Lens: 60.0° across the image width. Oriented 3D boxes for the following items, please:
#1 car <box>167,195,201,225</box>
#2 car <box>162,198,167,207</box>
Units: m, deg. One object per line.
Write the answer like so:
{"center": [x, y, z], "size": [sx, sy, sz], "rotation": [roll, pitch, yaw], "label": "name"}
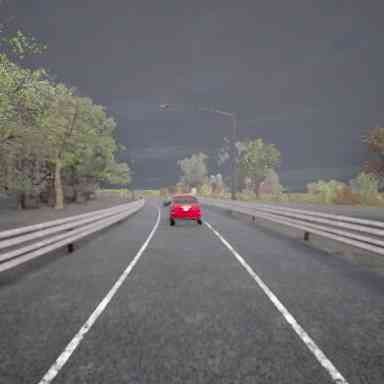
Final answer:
{"center": [-0.596, 1.227, 24.625], "size": [2.150, 2.045, 5.566], "rotation": [0, 0, -4], "label": "car"}
{"center": [-3.527, 1.554, 51.951], "size": [1.994, 1.385, 4.181], "rotation": [0, 0, -8], "label": "car"}
